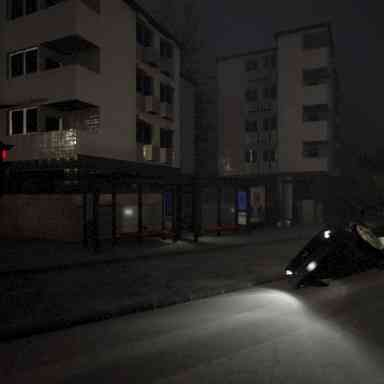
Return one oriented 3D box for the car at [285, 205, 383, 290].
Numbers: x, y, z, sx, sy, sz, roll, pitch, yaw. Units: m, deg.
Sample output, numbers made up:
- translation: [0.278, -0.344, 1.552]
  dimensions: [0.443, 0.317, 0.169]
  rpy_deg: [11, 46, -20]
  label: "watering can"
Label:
- translation: [4.525, 1.226, 8.690]
  dimensions: [5.357, 2.033, 1.411]
  rpy_deg: [-2, 45, -35]
  label: "car"
